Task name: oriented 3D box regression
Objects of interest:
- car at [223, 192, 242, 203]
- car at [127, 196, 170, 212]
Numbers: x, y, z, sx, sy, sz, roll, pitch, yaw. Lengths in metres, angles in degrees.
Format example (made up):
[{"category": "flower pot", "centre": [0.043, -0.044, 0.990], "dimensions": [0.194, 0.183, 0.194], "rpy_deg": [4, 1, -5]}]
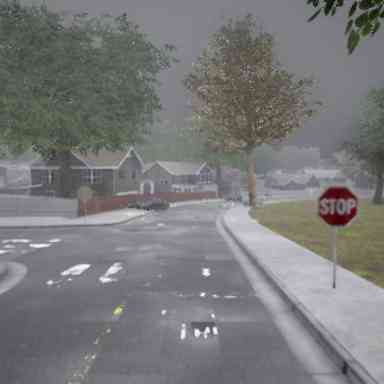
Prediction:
[{"category": "car", "centre": [6.868, 0.828, 56.304], "dimensions": [2.097, 1.767, 4.553], "rpy_deg": [2, 1, 28]}, {"category": "car", "centre": [-4.018, 1.152, 32.218], "dimensions": [2.033, 1.411, 5.357], "rpy_deg": [4, 1, 25]}]
